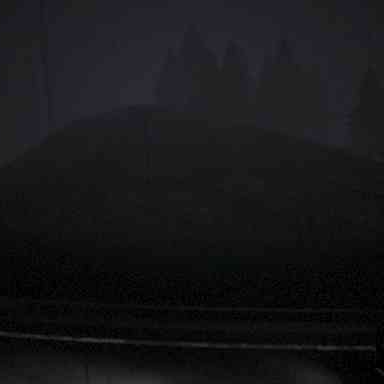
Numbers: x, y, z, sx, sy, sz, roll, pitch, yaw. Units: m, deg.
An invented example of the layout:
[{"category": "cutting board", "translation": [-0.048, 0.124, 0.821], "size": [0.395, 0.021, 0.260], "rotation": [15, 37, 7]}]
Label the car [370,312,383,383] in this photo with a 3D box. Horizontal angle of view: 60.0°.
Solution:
[{"category": "car", "translation": [4.424, 1.523, 3.359], "size": [4.902, 1.511, 2.128], "rotation": [1, 1, -5]}]
